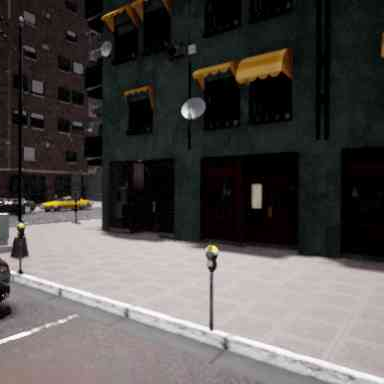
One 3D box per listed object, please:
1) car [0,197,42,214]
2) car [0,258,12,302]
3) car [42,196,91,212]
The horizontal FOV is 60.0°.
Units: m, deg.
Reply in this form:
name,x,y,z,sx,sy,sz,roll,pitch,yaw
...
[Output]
name,x,y,z,sx,sy,sz,roll,pitch,yaw
car,-14.855,1.138,26.672,2.008,1.369,4.403,2,2,35
car,-5.303,1.489,6.659,4.403,1.369,2.008,1,0,36
car,-11.762,1.037,31.096,1.752,1.417,4.829,2,2,35
